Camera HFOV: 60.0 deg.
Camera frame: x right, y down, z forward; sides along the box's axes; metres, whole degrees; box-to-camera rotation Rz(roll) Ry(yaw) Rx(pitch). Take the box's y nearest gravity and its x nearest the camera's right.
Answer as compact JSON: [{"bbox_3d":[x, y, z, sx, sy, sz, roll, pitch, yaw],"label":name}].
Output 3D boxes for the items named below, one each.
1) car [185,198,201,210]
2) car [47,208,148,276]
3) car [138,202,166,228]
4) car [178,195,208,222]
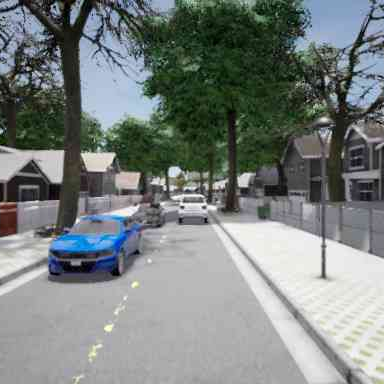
[{"bbox_3d":[0.088,1.566,43.590,1.994,1.385,4.181,0,0,0],"label":"car"},{"bbox_3d":[-2.805,1.474,10.585,1.882,1.535,5.008,0,0,0],"label":"car"},{"bbox_3d":[-2.821,1.497,22.361,1.837,1.490,4.892,0,1,0],"label":"car"},{"bbox_3d":[0.085,1.221,25.990,2.150,2.045,5.566,0,0,0],"label":"car"}]
